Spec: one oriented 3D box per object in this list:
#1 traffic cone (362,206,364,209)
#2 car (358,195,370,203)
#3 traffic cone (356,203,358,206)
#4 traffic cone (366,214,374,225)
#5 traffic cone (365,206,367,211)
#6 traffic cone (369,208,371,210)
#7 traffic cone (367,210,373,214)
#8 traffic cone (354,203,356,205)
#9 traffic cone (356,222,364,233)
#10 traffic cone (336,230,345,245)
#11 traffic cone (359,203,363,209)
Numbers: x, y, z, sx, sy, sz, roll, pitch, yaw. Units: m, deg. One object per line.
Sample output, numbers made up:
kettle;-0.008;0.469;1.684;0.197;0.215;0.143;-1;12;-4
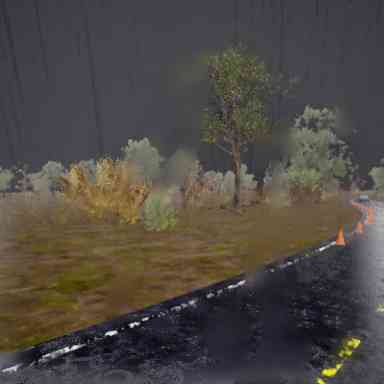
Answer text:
traffic cone;20.819;1.917;39.704;0.340;0.580;0.340;0;0;23
car;35.309;1.430;68.404;1.882;1.535;5.008;0;0;22
traffic cone;24.660;1.915;48.928;0.340;0.580;0.340;0;0;23
traffic cone;11.850;1.928;22.328;0.340;0.580;0.340;0;0;32
traffic cone;18.835;1.918;35.231;0.340;0.580;0.340;0;0;25
traffic cone;16.678;1.920;30.839;0.340;0.580;0.340;0;0;27
traffic cone;14.347;1.924;26.536;0.340;0.580;0.340;0;0;30
traffic cone;26.581;1.915;53.544;0.340;0.580;0.340;0;0;23
traffic cone;9.188;1.933;18.222;0.340;0.580;0.340;0;0;34
traffic cone;6.366;1.938;14.225;0.340;0.580;0.340;0;0;36
traffic cone;22.738;1.916;44.312;0.340;0.580;0.340;0;0;23
